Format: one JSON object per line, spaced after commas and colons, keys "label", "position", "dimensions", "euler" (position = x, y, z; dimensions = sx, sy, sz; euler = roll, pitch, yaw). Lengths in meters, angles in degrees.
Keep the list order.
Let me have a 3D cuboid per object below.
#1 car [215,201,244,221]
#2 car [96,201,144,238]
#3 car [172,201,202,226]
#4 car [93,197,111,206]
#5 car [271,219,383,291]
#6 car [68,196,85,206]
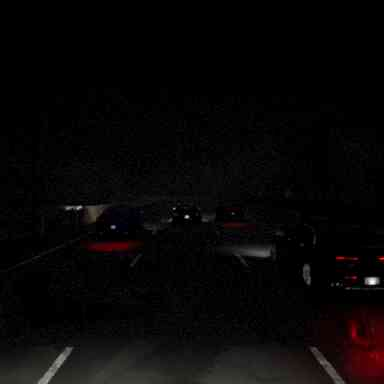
{"label": "car", "position": [3.019, 1.475, 27.545], "dimensions": [1.882, 1.535, 5.008], "euler": [0, 0, -1]}
{"label": "car", "position": [-3.728, 1.476, 17.881], "dimensions": [1.882, 1.535, 5.008], "euler": [0, 0, -2]}
{"label": "car", "position": [-0.374, 1.562, 23.242], "dimensions": [1.994, 1.385, 4.181], "euler": [0, 0, -2]}
{"label": "car", "position": [-15.324, 1.558, 56.721], "dimensions": [1.994, 1.385, 4.181], "euler": [0, 0, -1]}
{"label": "car", "position": [3.508, 1.504, 8.974], "dimensions": [1.837, 1.490, 4.892], "euler": [0, 0, -1]}
{"label": "car", "position": [-18.783, 1.472, 54.788], "dimensions": [1.882, 1.535, 5.008], "euler": [0, 0, -1]}
